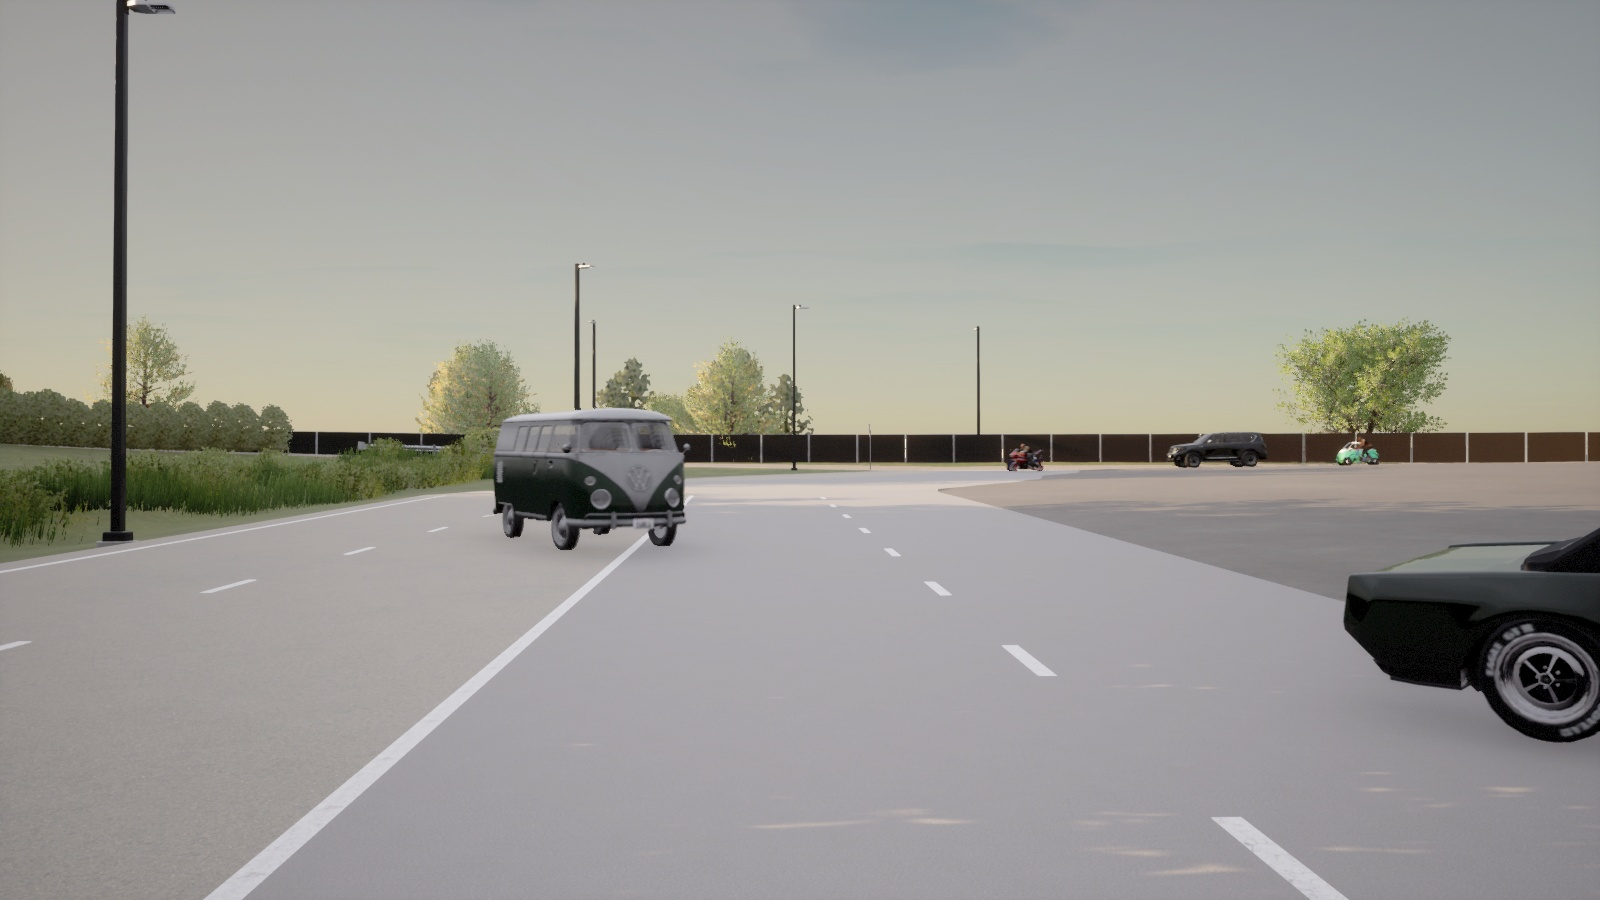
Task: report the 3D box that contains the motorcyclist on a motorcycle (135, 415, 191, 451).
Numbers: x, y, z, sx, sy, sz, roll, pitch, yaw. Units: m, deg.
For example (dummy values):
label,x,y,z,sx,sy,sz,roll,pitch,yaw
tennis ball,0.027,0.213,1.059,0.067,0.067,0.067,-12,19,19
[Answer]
label,x,y,z,sx,sy,sz,roll,pitch,yaw
motorcyclist on a motorcycle,-31.985,-0.840,63.087,0.766,1.649,2.350,0,-2,34

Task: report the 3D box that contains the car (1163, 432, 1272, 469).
label,x,y,z,sx,sy,sz,roll,pitch,yaw
car,24.167,0.034,72.777,5.566,2.045,2.150,0,-1,-2

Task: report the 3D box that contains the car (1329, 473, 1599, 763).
label,x,y,z,sx,sy,sz,roll,pitch,yaw
car,5.299,0.805,5.977,4.718,1.301,1.895,-1,2,45

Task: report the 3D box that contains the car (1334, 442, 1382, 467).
label,x,y,z,sx,sy,sz,roll,pitch,yaw
car,32.076,0.264,72.245,2.207,1.376,1.481,-1,-1,10

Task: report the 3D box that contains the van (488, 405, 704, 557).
label,x,y,z,sx,sy,sz,roll,pitch,yaw
van,-3.191,0.391,18.833,1.775,1.987,4.442,0,0,-29

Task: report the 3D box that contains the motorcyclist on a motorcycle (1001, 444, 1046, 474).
label,x,y,z,sx,sy,sz,roll,pitch,yaw
motorcyclist on a motorcycle,11.768,0.454,66.153,2.191,1.530,0.866,0,0,-24
